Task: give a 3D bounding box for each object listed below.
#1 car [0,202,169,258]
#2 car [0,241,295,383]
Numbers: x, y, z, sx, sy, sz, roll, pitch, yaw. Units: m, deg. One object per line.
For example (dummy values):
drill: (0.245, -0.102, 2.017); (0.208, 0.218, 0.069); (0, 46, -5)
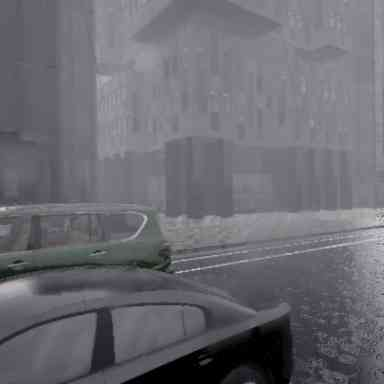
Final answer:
car: (-2.933, 1.220, 5.565); (5.566, 2.045, 2.150); (1, 0, -35)
car: (-1.272, 1.475, 2.758); (5.008, 1.535, 1.882); (0, 0, -35)
